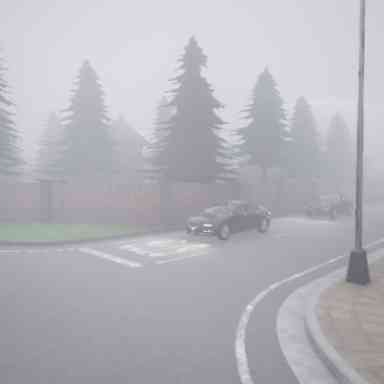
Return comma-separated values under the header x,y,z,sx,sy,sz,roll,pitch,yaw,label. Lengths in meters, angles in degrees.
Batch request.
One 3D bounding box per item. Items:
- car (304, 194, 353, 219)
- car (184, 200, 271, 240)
x,y,z,sx,sy,sz,roll,pitch,yaw,label
9.580,0.935,23.099,1.837,1.490,4.892,2,3,45,car
1.734,1.164,15.104,1.837,1.490,4.892,2,2,44,car
